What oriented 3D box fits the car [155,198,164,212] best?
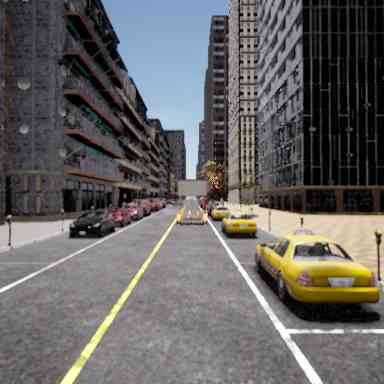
[{"bbox_3d":[-5.688,1.863,47.779,2.192,1.841,5.009,0,-1,0],"label":"car"}]

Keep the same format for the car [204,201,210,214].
[{"bbox_3d":[2.691,1.974,36.451,1.947,1.339,4.313,0,-1,0],"label":"car"}]

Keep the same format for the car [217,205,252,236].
[{"bbox_3d":[2.693,1.734,19.634,1.752,1.417,4.829,0,-1,0],"label":"car"}]

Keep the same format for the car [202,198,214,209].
[{"bbox_3d":[2.691,1.918,42.115,1.967,1.590,4.097,0,-1,0],"label":"car"}]

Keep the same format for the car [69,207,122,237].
[{"bbox_3d":[-5.687,1.773,19.462,1.947,1.339,4.313,0,-1,0],"label":"car"}]

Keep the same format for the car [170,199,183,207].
[{"bbox_3d":[-3.006,2.224,71.828,2.097,1.767,4.553,0,-1,0],"label":"car"}]

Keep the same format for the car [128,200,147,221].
[{"bbox_3d":[-5.688,1.780,30.789,1.967,1.590,4.097,0,-1,0],"label":"car"}]

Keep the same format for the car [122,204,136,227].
[{"bbox_3d":[-5.688,1.854,25.125,1.802,1.307,4.206,0,-1,0],"label":"car"}]

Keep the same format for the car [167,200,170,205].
[{"bbox_3d":[-5.690,2.010,59.106,2.192,1.841,5.009,0,-1,0],"label":"car"}]

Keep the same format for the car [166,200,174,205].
[{"bbox_3d":[-5.695,2.665,87.415,1.947,1.339,4.313,0,-1,0],"label":"car"}]

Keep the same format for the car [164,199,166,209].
[{"bbox_3d":[-5.690,2.144,53.270,1.752,1.417,4.829,0,-1,0],"label":"car"}]

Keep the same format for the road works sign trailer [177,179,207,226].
[{"bbox_3d":[0.004,0.751,26.334,2.380,3.560,2.880,0,-1,0],"label":"road works sign trailer"}]

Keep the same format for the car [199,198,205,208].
[{"bbox_3d":[2.691,1.936,53.444,2.192,1.841,5.009,0,-1,0],"label":"car"}]

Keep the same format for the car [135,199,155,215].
[{"bbox_3d":[-5.687,1.724,36.454,2.192,1.841,5.009,0,-1,0],"label":"car"}]

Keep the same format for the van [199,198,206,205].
[{"bbox_3d":[2.686,2.440,87.419,1.690,1.788,3.998,0,-1,0],"label":"van"}]

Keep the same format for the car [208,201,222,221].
[{"bbox_3d":[2.692,1.867,30.958,1.752,1.417,4.829,0,-1,0],"label":"car"}]

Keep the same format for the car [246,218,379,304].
[{"bbox_3d":[2.695,1.611,8.309,1.752,1.417,4.829,0,-1,0],"label":"car"}]
